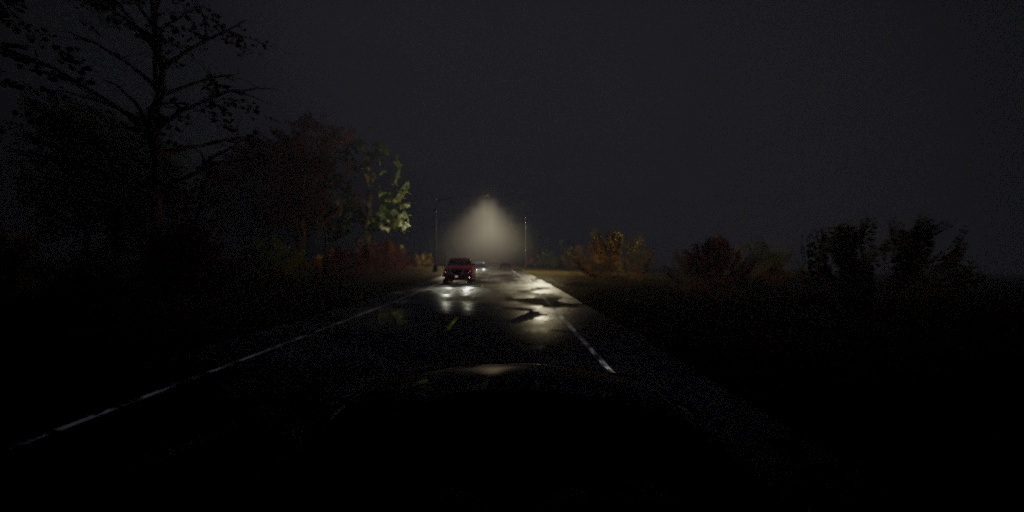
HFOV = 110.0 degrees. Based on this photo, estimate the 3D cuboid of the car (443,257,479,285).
[{"bbox_3d":[-4.057,1.123,28.397,2.150,2.045,5.566,0,0,-2],"label":"car"}]
